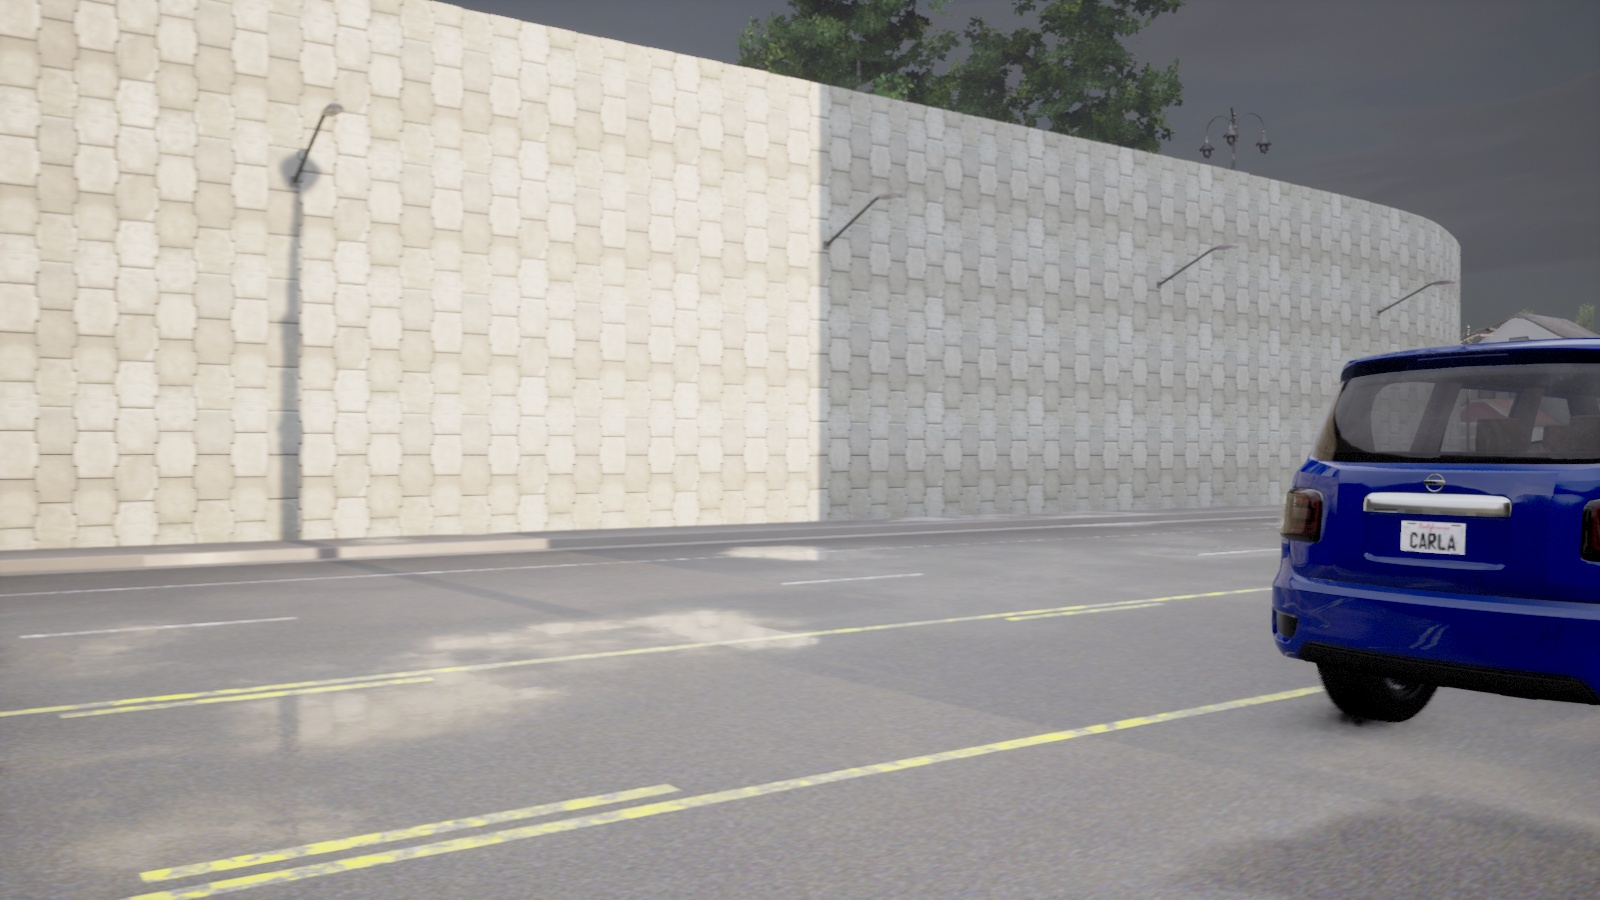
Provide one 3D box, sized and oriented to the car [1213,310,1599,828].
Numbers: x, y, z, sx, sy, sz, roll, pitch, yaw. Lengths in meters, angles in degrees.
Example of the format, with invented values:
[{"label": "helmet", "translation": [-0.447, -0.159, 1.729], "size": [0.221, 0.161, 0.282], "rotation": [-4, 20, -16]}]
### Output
[{"label": "car", "translation": [5.021, 0.471, 7.155], "size": [5.566, 2.045, 2.150], "rotation": [0, 0, -35]}]
